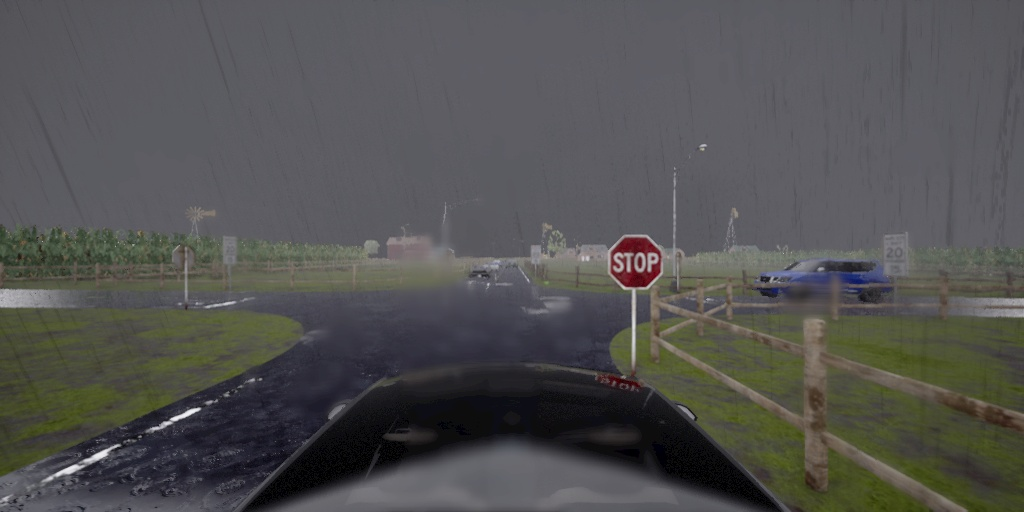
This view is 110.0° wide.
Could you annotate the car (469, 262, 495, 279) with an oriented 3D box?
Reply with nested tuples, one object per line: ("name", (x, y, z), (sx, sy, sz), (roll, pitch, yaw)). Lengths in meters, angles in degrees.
("car", (-2.851, 1.446, 33.504), (1.895, 1.301, 4.718), (0, 0, 0))

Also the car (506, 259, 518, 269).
("car", (-0.007, 1.281, 62.222), (2.097, 1.767, 4.553), (0, 0, 0))

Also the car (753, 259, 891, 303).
("car", (15.093, 1.151, 17.604), (5.566, 2.045, 2.150), (0, 0, 1))

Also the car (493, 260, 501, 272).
("car", (-2.849, 1.492, 49.147), (1.895, 1.301, 4.718), (0, 0, 0))
